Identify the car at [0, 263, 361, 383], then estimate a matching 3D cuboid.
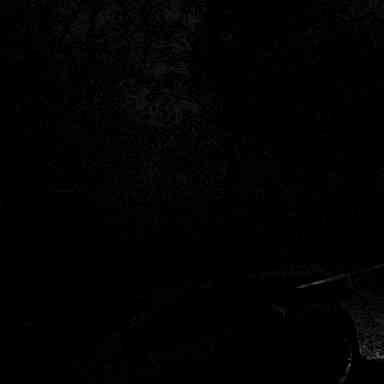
[{"bbox_3d":[0.056,1.563,3.786,4.181,1.385,1.994,0,0,-35],"label":"car"}]
